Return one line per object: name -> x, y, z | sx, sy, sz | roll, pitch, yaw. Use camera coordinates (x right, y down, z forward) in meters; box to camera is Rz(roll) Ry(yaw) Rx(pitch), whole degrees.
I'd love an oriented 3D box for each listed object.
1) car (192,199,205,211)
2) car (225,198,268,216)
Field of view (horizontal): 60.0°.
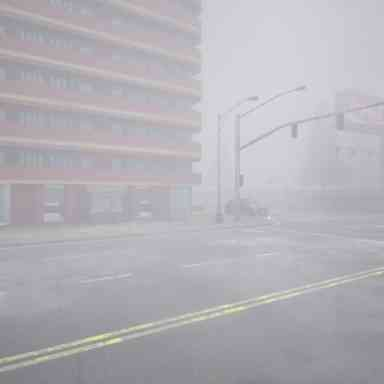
car -> -0.304, 1.526, 40.723 | 1.812, 1.442, 4.674 | 0, 0, -34
car -> 5.272, 1.352, 32.413 | 2.097, 1.767, 4.553 | 0, 0, -34
